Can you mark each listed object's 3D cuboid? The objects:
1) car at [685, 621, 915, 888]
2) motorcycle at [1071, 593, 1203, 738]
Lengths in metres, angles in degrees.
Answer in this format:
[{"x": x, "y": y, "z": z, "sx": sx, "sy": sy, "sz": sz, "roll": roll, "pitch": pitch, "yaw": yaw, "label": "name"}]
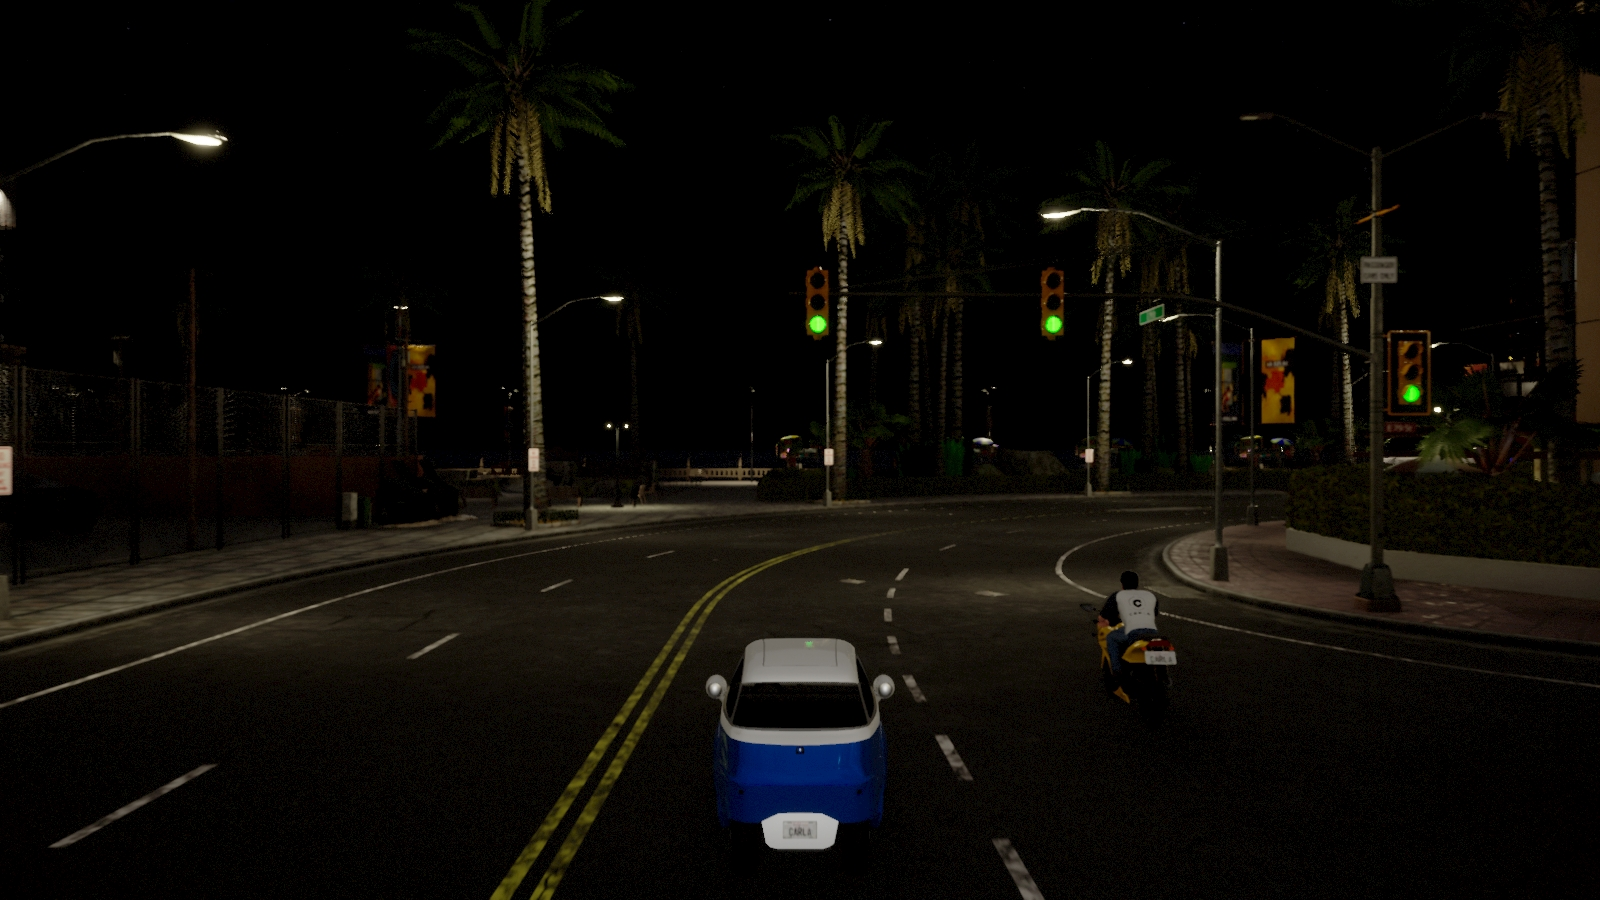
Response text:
[{"x": 0.001, "y": 2.122, "z": 8.449, "sx": 1.481, "sy": 1.376, "sz": 2.207, "roll": 0, "pitch": 0, "yaw": 0, "label": "car"}, {"x": 3.502, "y": 2.215, "z": 12.082, "sx": 0.803, "sy": 1.145, "sz": 2.033, "roll": 0, "pitch": 0, "yaw": 0, "label": "motorcycle"}]
